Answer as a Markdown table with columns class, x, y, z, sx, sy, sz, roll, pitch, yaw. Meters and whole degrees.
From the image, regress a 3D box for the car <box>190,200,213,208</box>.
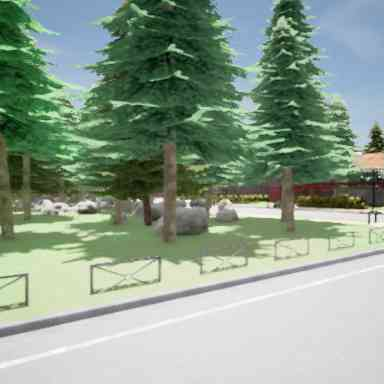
| class | x | y | z | sx | sy | sz | roll | pitch | yaw |
| --- | --- | --- | --- | --- | --- | --- | --- | --- | --- |
| car | 1.376 | 1.614 | 49.199 | 1.994 | 1.385 | 4.181 | 0 | 0 | -30 |
